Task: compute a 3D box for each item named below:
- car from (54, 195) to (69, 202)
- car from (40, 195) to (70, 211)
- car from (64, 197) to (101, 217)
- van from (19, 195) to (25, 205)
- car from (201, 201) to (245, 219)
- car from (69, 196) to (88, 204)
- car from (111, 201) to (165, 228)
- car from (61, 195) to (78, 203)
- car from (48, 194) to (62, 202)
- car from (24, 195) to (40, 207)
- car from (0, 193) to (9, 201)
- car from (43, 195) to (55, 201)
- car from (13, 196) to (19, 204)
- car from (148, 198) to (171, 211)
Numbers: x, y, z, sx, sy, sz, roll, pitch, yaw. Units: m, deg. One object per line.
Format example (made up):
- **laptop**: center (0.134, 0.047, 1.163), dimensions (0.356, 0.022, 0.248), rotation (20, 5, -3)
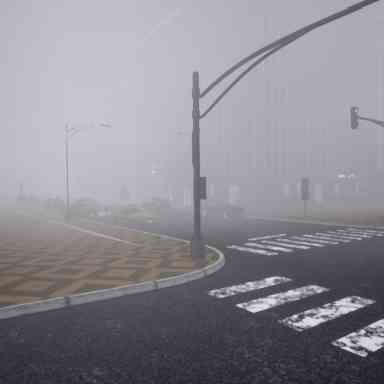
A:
- **car**: center (-26.753, 1.407, 68.269), dimensions (1.802, 1.307, 4.206), rotation (-1, 1, -36)
- **car**: center (-16.966, 1.429, 41.096), dimensions (1.967, 1.590, 4.097), rotation (-1, 1, -36)
- **car**: center (-10.439, 1.533, 31.894), dimensions (1.752, 1.417, 4.829), rotation (-1, 1, -36)
- **van**: center (-26.682, 1.303, 54.643), dimensions (1.690, 1.788, 3.998), rotation (-1, 1, -36)
- **car**: center (2.496, 1.455, 27.700), dimensions (2.008, 1.369, 4.403), rotation (-1, 1, -36)
- **car**: center (-20.277, 1.388, 59.236), dimensions (1.887, 1.381, 4.507), rotation (-1, 1, -36)
- **car**: center (-4.019, 1.552, 22.819), dimensions (1.752, 1.417, 4.829), rotation (-1, 1, -36)
- **car**: center (-23.515, 1.385, 63.752), dimensions (2.008, 1.369, 4.403), rotation (-1, 1, -36)
- **car**: center (-29.992, 1.256, 72.783), dimensions (1.967, 1.590, 4.097), rotation (-1, 1, -36)
- **car**: center (-23.443, 1.411, 50.128), dimensions (1.967, 1.590, 4.097), rotation (-1, 1, -36)
- **car**: center (-46.109, 1.449, 81.740), dimensions (1.887, 1.381, 4.507), rotation (-1, 1, -36)
- **car**: center (-33.329, 1.331, 77.438), dimensions (1.752, 1.417, 4.829), rotation (-1, 1, -36)
- **car**: center (-33.157, 1.494, 63.677), dimensions (2.008, 1.369, 4.403), rotation (-1, 1, -36)
- **car**: center (-4.040, 1.328, 36.691), dimensions (1.967, 1.590, 4.097), rotation (-1, 1, -36)
